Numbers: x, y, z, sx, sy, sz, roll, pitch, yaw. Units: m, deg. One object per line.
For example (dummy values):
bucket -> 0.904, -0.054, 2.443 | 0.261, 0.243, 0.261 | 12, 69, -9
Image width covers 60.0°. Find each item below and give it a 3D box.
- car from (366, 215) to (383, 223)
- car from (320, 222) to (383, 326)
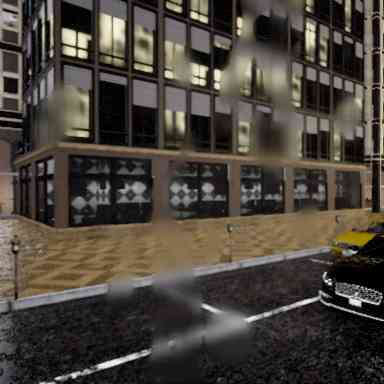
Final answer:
car -> 6.582, 1.495, 11.264 | 4.829, 1.417, 1.752 | 0, 0, -36
car -> 4.531, 1.488, 6.598 | 4.892, 1.490, 1.837 | 0, 0, -35
